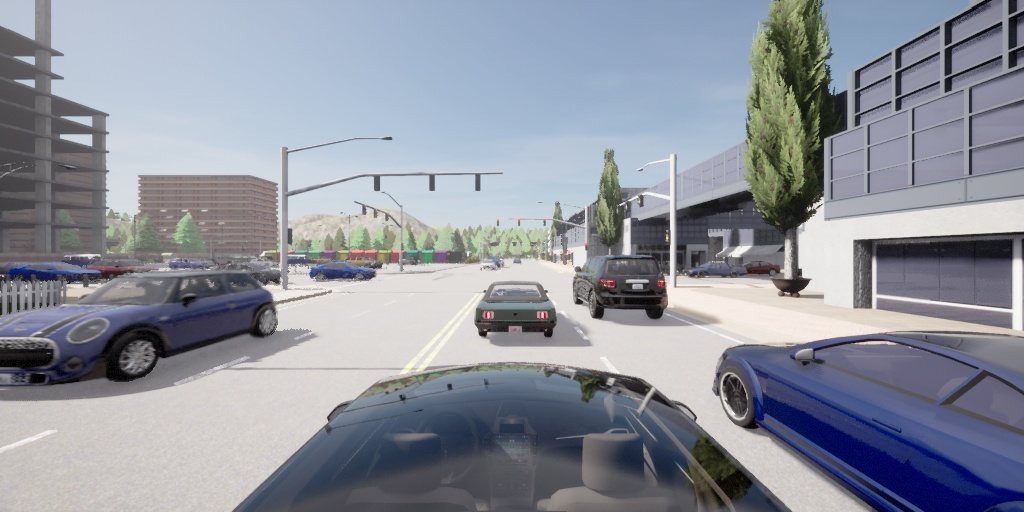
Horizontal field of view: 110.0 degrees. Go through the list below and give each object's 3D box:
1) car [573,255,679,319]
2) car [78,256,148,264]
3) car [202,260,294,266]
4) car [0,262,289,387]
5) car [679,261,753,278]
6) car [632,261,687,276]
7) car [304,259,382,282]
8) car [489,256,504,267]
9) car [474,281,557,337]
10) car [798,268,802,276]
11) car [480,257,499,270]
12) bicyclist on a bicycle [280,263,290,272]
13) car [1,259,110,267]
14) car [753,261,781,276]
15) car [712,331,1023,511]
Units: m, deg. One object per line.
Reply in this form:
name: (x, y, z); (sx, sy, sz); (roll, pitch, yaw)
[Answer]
car: (3.625, 0.971, 12.961); (2.150, 2.045, 5.566); (0, 0, 1)
car: (-31.236, 1.102, 28.908); (4.553, 1.767, 2.097); (0, 0, 0)
car: (-18.587, 1.254, 25.375); (4.892, 1.490, 1.837); (0, 0, 0)
car: (-7.033, 1.102, 7.193); (2.097, 1.767, 4.553); (0, 0, 1)
car: (18.698, 1.297, 33.130); (5.357, 1.411, 2.033); (0, 0, 1)
car: (15.010, 1.255, 36.663); (4.892, 1.490, 1.837); (0, 0, 1)
car: (-13.539, 1.228, 28.878); (5.008, 1.535, 1.882); (0, 0, 0)
car: (-3.157, 0.971, 61.347); (2.150, 2.045, 5.566); (0, 0, 2)
car: (0.105, 1.351, 10.236); (1.895, 1.301, 4.718); (0, 0, 1)
car: (28.281, 1.351, 33.041); (4.718, 1.301, 1.895); (0, 0, 0)
car: (-3.430, 1.276, 51.503); (1.812, 1.442, 4.674); (0, 0, 3)
bicyclist on a bicycle: (-25.259, 1.052, 39.874); (0.582, 1.620, 1.656); (0, 0, 0)
car: (-32.207, 1.228, 25.409); (5.008, 1.535, 1.882); (1, 0, 0)
car: (24.497, 1.228, 36.576); (5.008, 1.535, 1.882); (0, 0, 1)
car: (3.606, 1.314, 2.996); (1.994, 1.385, 4.181); (0, 0, 0)
